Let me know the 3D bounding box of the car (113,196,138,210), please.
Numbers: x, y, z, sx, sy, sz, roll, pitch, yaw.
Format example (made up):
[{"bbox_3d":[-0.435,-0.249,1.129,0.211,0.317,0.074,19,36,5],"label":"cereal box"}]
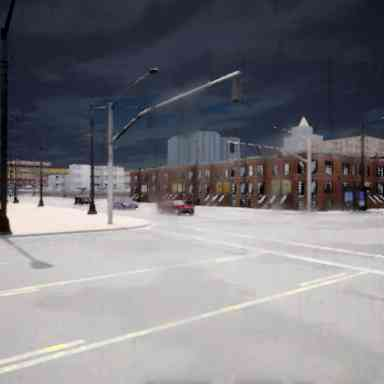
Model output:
[{"bbox_3d":[-8.751,1.393,43.305,2.097,1.767,4.553,0,0,-36],"label":"car"}]

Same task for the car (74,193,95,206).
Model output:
[{"bbox_3d":[-18.370,1.265,56.763,2.150,2.045,5.566,0,0,-35],"label":"car"}]

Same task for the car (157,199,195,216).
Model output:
[{"bbox_3d":[-1.637,1.519,33.387,1.882,1.535,5.008,0,0,-36],"label":"car"}]
